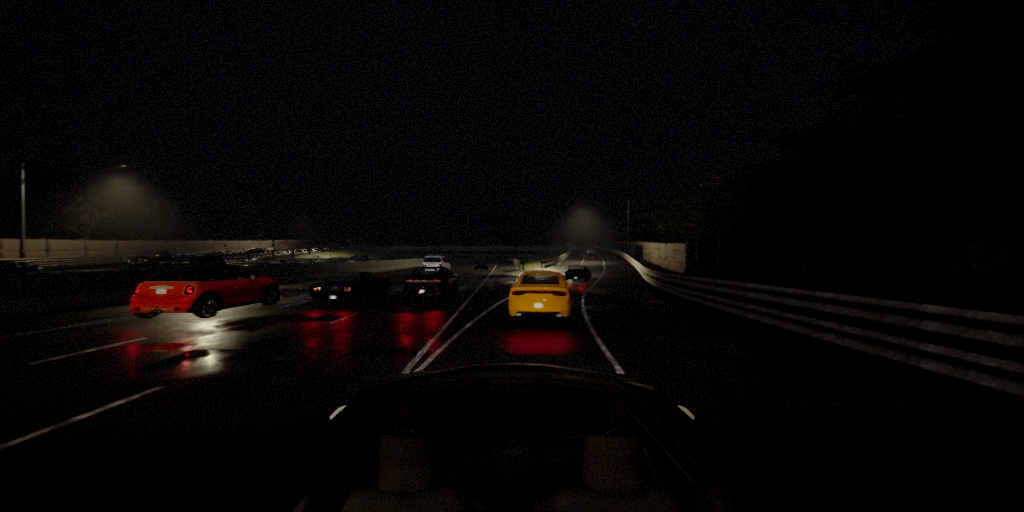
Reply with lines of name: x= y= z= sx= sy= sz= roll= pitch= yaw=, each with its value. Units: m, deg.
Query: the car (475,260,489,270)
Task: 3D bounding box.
car: x=-4.463 y=1.287 z=52.936 sx=2.033 sy=1.411 sz=5.357 roll=0 pitch=0 yaw=-1

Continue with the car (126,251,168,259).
car: x=-43.430 y=0.404 z=42.973 sx=2.150 sy=2.045 sz=5.566 roll=0 pitch=2 yaw=-18

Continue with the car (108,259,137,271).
car: x=-28.540 y=1.211 z=27.892 sx=1.837 sy=1.490 sz=4.892 roll=1 pitch=-1 yaw=-1

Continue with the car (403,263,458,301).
car: x=-3.760 y=1.254 z=17.224 sx=2.128 sy=1.511 sz=4.902 roll=0 pitch=0 yaw=-1

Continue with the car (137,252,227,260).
car: x=-25.047 y=0.950 z=27.931 sx=2.150 sy=2.045 sz=5.566 roll=0 pitch=0 yaw=-1

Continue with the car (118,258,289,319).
car: x=-10.595 y=1.093 z=12.921 sx=2.097 sy=1.767 sz=4.553 roll=0 pitch=0 yaw=-1

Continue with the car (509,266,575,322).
car: x=1.082 y=1.246 z=12.543 sx=1.882 sy=1.535 sz=5.008 roll=0 pitch=0 yaw=8

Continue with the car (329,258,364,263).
car: x=-21.919 y=1.326 z=47.677 sx=1.895 sy=1.301 sz=4.718 roll=0 pitch=0 yaw=-1

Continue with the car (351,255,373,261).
car: x=-25.656 y=0.867 z=59.785 sx=2.150 sy=2.045 sz=5.566 roll=0 pitch=0 yaw=-1

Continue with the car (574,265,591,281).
car: x=5.866 y=1.463 z=31.504 sx=1.895 sy=1.301 sz=4.718 roll=0 pitch=1 yaw=17

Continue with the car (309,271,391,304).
car: x=-7.150 y=1.354 z=16.484 sx=1.895 sy=1.301 sz=4.718 roll=0 pitch=0 yaw=-1

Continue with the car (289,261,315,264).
car: x=-25.350 y=1.296 z=43.944 sx=1.994 sy=1.385 sz=4.181 roll=0 pitch=0 yaw=-1

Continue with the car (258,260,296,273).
car: x=-28.852 y=1.286 z=44.112 sx=1.994 sy=1.385 sz=4.181 roll=0 pitch=0 yaw=-1

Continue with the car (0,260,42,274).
car: x=-37.303 y=1.075 z=26.150 sx=1.837 sy=1.490 sz=4.892 roll=1 pitch=1 yaw=-21

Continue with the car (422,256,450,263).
car: x=-7.494 y=1.000 z=35.775 sx=2.150 sy=2.045 sz=5.566 roll=0 pitch=0 yaw=-1
